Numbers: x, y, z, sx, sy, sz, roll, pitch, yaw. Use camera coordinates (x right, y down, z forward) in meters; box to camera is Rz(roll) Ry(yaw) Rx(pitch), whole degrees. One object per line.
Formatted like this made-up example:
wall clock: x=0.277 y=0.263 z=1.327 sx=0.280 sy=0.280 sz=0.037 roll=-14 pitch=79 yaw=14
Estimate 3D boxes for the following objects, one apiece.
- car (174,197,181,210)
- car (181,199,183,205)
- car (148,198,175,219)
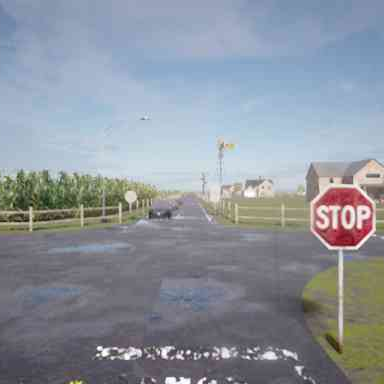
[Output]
car: x=-2.753 y=1.570 z=42.864 sx=1.812 sy=1.442 sz=4.674 roll=0 pitch=0 yaw=0
car: x=-2.662 y=1.639 z=60.532 sx=1.994 sy=1.385 sz=4.181 roll=0 pitch=0 yaw=1
car: x=-2.751 y=1.503 z=29.597 sx=1.882 sy=1.535 sz=5.008 roll=0 pitch=0 yaw=-1
